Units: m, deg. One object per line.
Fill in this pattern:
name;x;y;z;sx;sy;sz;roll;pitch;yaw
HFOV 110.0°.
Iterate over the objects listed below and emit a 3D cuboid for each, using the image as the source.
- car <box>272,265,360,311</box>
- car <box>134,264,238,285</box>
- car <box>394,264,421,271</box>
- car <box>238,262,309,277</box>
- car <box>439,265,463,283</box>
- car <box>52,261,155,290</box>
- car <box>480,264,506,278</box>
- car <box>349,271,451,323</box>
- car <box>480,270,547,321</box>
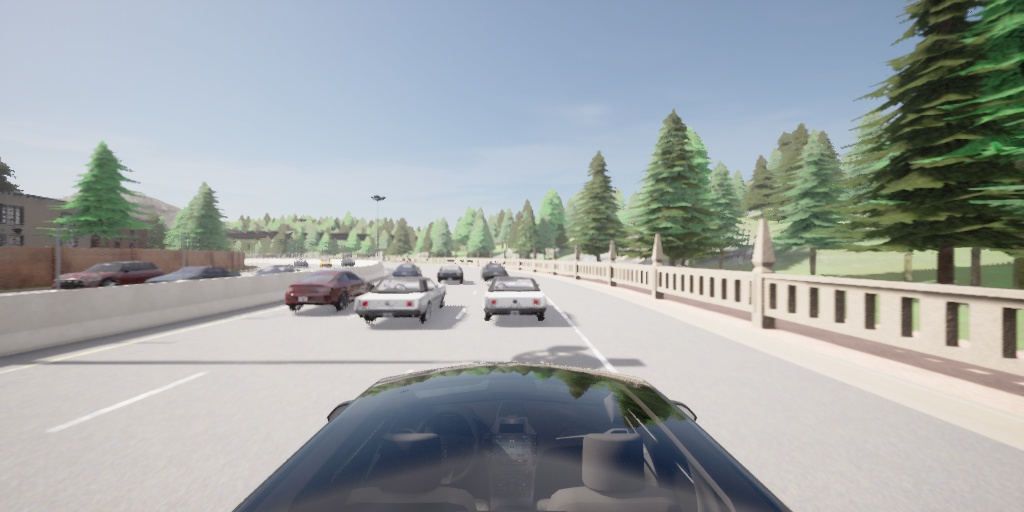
car;-7.034;1.272;14.252;1.812;1.442;4.674;0;0;-2
car;-18.109;1.291;20.786;2.033;1.411;5.357;0;0;-6
car;-8.611;1.305;29.667;1.994;1.385;4.181;0;0;-9
car;-14.873;1.307;22.804;1.994;1.385;4.181;0;0;-7
car;-4.684;1.343;27.486;1.895;1.301;4.718;0;0;-8
car;-21.576;1.096;19.508;2.097;1.767;4.553;0;0;-5
car;-1.546;1.306;29.718;1.994;1.385;4.181;0;0;-9
car;-3.454;1.348;12.110;1.895;1.301;4.718;0;0;-1
car;0.036;1.348;12.489;1.895;1.301;4.718;0;0;-1
